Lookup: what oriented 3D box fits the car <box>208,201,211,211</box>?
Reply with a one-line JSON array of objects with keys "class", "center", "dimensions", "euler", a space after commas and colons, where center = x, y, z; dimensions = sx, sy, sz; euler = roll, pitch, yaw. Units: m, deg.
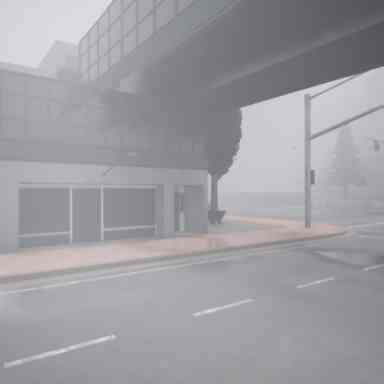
[{"class": "car", "center": [0.661, 1.449, 37.711], "dimensions": [1.882, 1.535, 5.008], "euler": [0, 0, -36]}]
